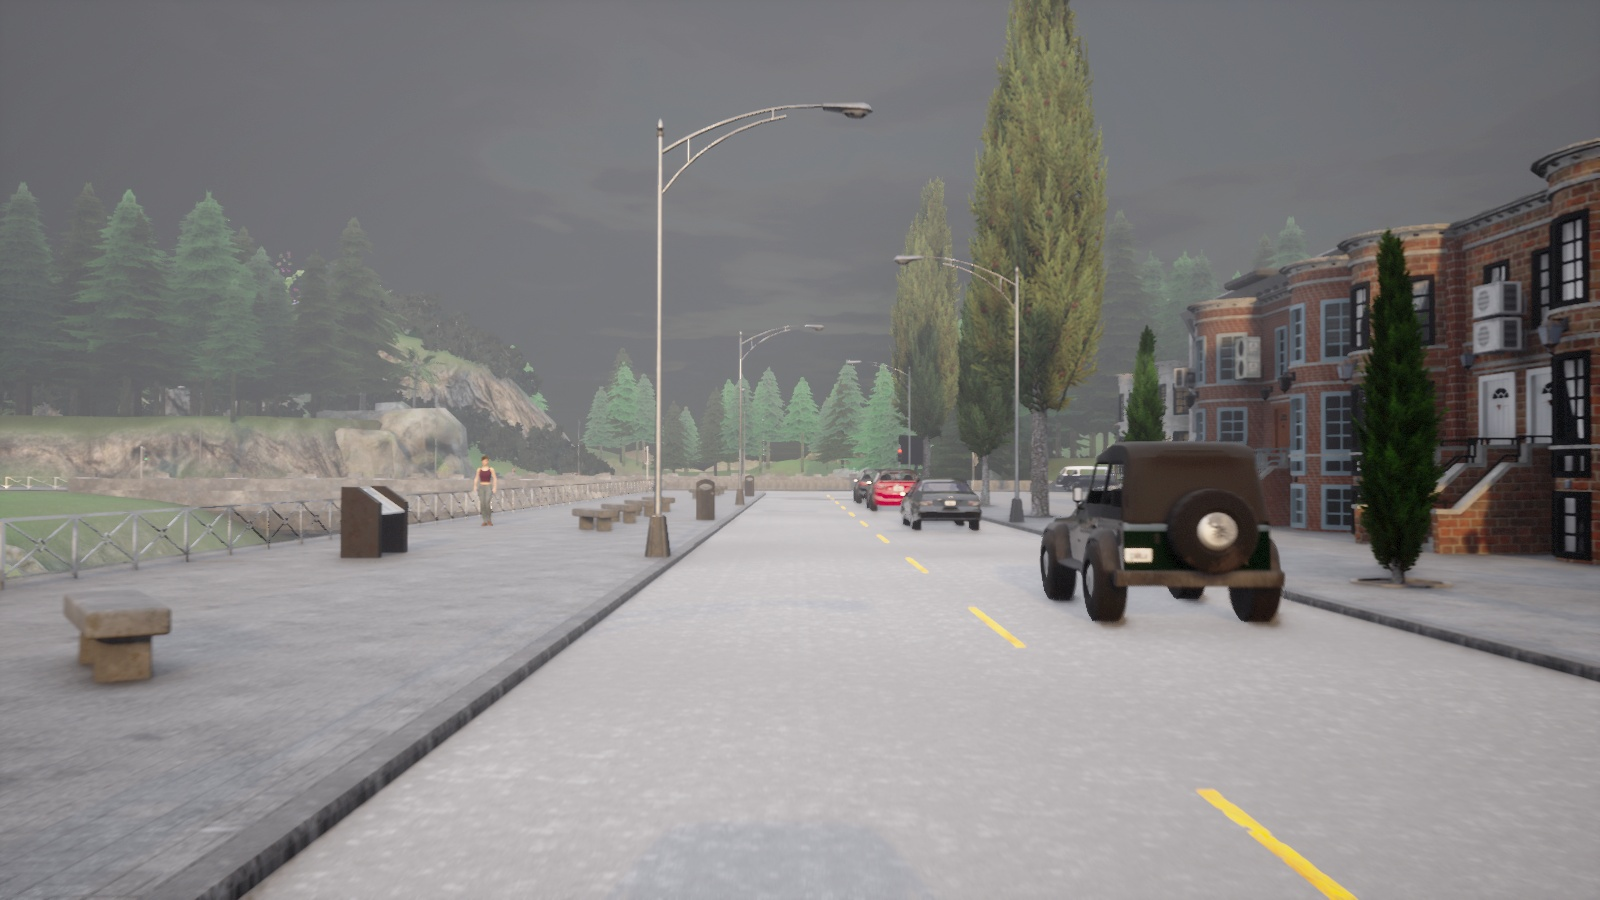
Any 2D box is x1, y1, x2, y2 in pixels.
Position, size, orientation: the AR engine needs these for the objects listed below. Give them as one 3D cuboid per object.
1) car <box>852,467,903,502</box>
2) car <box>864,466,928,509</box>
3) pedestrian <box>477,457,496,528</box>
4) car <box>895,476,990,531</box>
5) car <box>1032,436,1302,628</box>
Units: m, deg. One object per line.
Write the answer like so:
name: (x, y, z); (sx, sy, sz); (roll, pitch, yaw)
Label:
car: (3.836, 1.698, 63.001); (2.242, 1.667, 4.611); (0, -1, 0)
car: (3.866, 1.504, 51.376); (2.242, 1.667, 4.611); (0, -1, 0)
pedestrian: (-8.122, 1.102, 32.558); (0.345, 1.836, 0.594); (0, -1, 0)
car: (3.908, 1.437, 35.301); (2.033, 1.411, 5.357); (0, -1, 0)
car: (3.961, 0.833, 14.262); (1.905, 1.878, 3.866); (0, -1, 0)
